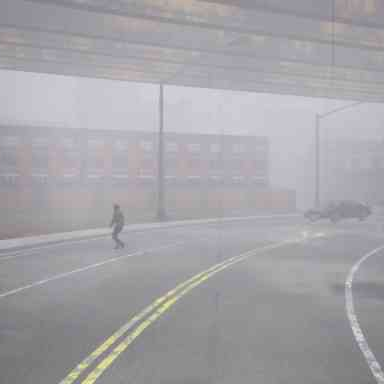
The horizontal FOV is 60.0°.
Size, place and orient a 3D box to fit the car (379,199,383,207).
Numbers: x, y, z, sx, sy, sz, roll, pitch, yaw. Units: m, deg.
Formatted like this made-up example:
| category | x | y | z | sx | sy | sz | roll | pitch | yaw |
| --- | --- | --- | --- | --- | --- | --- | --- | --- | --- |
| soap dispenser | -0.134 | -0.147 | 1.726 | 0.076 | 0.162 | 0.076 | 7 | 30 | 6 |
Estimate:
| category | x | y | z | sx | sy | sz | roll | pitch | yaw |
| --- | --- | --- | --- | --- | --- | --- | --- | --- | --- |
| car | 21.386 | 1.452 | 39.169 | 2.038 | 1.542 | 4.974 | 0 | 0 | 15 |

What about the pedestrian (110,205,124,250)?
| category | x | y | z | sx | sy | sz | roll | pitch | yaw |
| --- | --- | --- | --- | --- | --- | --- | --- | --- | --- |
| pedestrian | -2.836 | 1.294 | 12.711 | 0.375 | 1.860 | 0.375 | 0 | 0 | 29 |

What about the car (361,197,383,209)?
| category | x | y | z | sx | sy | sz | roll | pitch | yaw |
| --- | --- | --- | --- | --- | --- | --- | --- | --- | --- |
| car | 21.400 | 1.295 | 39.219 | 1.853 | 1.218 | 4.536 | 0 | 0 | 15 |

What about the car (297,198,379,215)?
| category | x | y | z | sx | sy | sz | roll | pitch | yaw |
| --- | --- | --- | --- | --- | --- | --- | --- | --- | --- |
| car | 9.681 | 1.194 | 21.869 | 5.357 | 1.411 | 2.033 | 0 | 0 | -33 |

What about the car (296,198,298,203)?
| category | x | y | z | sx | sy | sz | roll | pitch | yaw |
| --- | --- | --- | --- | --- | --- | --- | --- | --- | --- |
| car | 16.841 | 1.452 | 60.504 | 4.974 | 1.542 | 2.038 | 0 | 0 | 40 |

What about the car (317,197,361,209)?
| category | x | y | z | sx | sy | sz | roll | pitch | yaw |
| --- | --- | --- | --- | --- | --- | --- | --- | --- | --- |
| car | 17.837 | 1.295 | 40.464 | 1.853 | 1.218 | 4.536 | 0 | 0 | -45 |

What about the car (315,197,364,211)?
| category | x | y | z | sx | sy | sz | roll | pitch | yaw |
| --- | --- | --- | --- | --- | --- | --- | --- | --- | --- |
| car | 17.874 | 1.452 | 40.427 | 2.038 | 1.542 | 4.974 | 0 | 0 | -45 |
